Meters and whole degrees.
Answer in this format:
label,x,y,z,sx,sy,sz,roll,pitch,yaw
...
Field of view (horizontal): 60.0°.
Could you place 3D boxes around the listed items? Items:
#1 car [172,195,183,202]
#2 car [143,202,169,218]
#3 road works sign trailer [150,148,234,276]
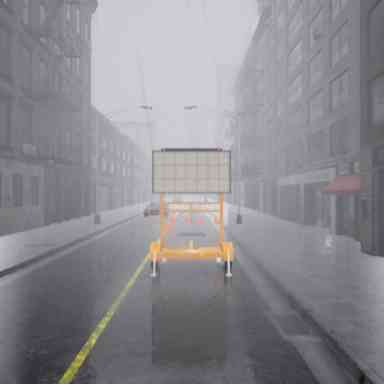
label,x,y,z,sx,sy,sz,roll,pitch,yaw
car,-3.092,1.393,70.549,2.097,1.767,4.553,0,0,0
car,-3.137,1.554,29.856,1.994,1.385,4.181,0,0,0
road works sign trailer,-0.012,0.456,10.272,2.380,3.560,2.880,0,0,0
